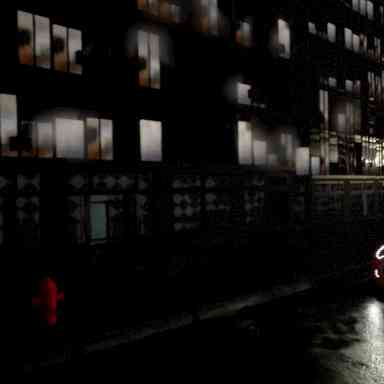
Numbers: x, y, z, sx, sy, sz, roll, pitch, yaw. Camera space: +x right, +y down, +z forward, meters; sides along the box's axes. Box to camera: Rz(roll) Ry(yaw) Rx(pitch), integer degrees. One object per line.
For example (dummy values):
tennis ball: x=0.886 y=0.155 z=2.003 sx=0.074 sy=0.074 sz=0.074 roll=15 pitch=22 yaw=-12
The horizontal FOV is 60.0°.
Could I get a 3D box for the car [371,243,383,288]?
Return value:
car: x=6.142 y=1.286 z=7.725 sx=4.553 sy=1.767 sz=2.097 roll=-1 pitch=0 yaw=-36
